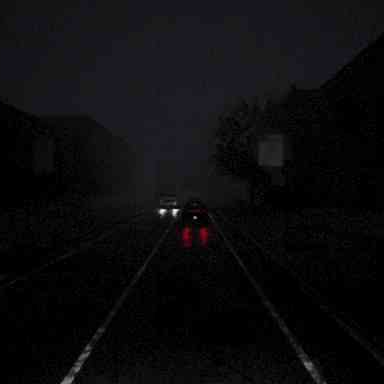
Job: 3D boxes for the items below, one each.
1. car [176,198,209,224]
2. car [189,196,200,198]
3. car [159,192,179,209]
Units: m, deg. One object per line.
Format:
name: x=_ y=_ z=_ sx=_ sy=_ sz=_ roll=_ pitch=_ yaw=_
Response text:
car: x=0.220 y=1.445 z=24.297 sx=2.128 sy=1.511 sz=4.902 roll=0 pitch=1 yaw=0
car: x=0.310 y=1.291 z=42.270 sx=2.128 sy=1.511 sz=4.902 roll=0 pitch=1 yaw=0
car: x=-2.875 y=1.017 z=42.663 sx=2.150 sy=2.045 sz=5.566 roll=0 pitch=1 yaw=0
